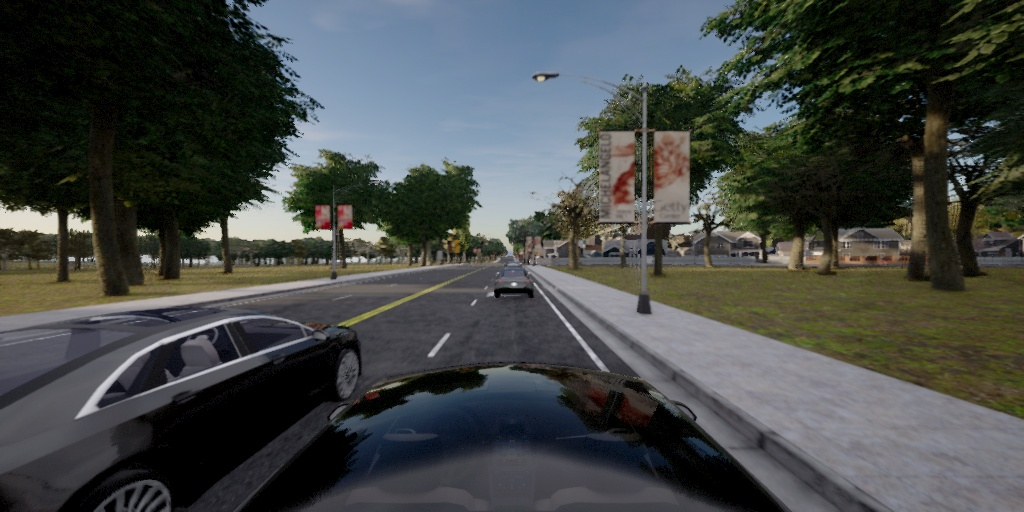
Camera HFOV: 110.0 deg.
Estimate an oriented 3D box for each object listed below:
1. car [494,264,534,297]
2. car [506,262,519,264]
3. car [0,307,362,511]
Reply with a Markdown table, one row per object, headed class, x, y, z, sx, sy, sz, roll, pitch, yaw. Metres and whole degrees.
| class | x | y | z | sx | sy | sz | roll | pitch | yaw |
| --- | --- | --- | --- | --- | --- | --- | --- | --- | --- |
| car | 0.097 | 1.317 | 18.961 | 1.994 | 1.385 | 4.181 | 0 | 0 | 0 |
| car | 0.094 | 1.299 | 37.406 | 1.812 | 1.442 | 4.674 | 0 | 0 | 0 |
| car | -3.150 | 1.241 | 3.457 | 2.128 | 1.511 | 4.902 | 0 | 0 | 0 |
